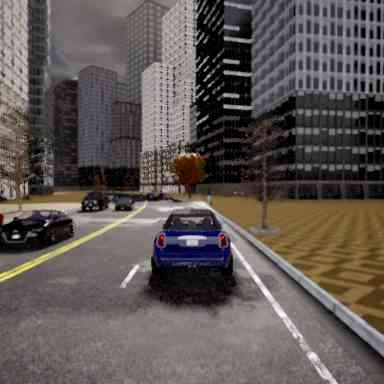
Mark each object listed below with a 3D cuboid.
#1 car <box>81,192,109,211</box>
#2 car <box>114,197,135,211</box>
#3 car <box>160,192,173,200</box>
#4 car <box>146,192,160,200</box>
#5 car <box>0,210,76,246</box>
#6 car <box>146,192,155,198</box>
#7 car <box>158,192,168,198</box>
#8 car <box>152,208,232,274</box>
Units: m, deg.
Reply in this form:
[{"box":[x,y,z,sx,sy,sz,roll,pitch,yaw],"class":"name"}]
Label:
[{"box":[-10.706,0.969,37.214,2.150,2.045,5.566,0,0,-4],"class":"car"},{"box":[-7.464,1.303,37.429,2.033,1.411,5.357,0,0,-4],"class":"car"},{"box":[-5.527,1.052,74.853,1.895,1.301,4.718,0,0,-10],"class":"car"},{"box":[-8.796,1.010,74.692,1.994,1.385,4.181,0,0,-10],"class":"car"},{"box":[-6.630,1.471,14.503,1.994,1.385,4.181,0,0,0],"class":"car"},{"box":[-10.593,0.796,84.222,1.837,1.490,4.892,0,1,-12],"class":"car"},{"box":[-7.420,0.775,84.930,1.882,1.535,5.008,0,1,-12],"class":"car"},{"box":[-0.001,1.289,10.547,2.097,1.767,4.553,0,0,0],"class":"car"}]
